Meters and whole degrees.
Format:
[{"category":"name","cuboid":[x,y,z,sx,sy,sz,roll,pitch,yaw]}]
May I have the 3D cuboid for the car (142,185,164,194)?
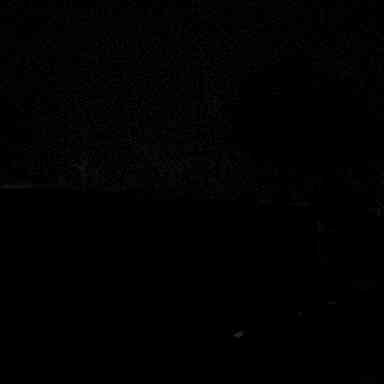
[{"category":"car","cuboid":[-6.919,-0.467,58.489,2.033,1.411,5.357,3,0,-35]}]
